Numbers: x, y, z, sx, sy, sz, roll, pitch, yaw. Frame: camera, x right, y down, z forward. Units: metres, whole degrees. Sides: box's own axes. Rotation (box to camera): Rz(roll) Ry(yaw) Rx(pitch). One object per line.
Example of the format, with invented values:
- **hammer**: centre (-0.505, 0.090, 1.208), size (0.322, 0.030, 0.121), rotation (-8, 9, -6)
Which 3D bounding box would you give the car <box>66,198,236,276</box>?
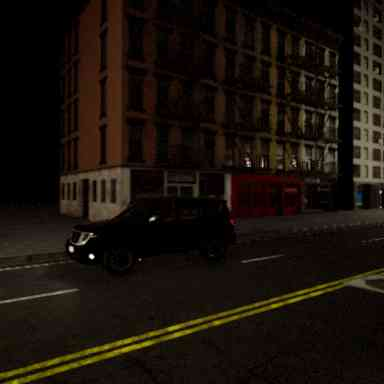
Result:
- **car**: centre (-1.070, 1.226, 10.785), size (5.566, 2.045, 2.150), rotation (0, 0, -36)
